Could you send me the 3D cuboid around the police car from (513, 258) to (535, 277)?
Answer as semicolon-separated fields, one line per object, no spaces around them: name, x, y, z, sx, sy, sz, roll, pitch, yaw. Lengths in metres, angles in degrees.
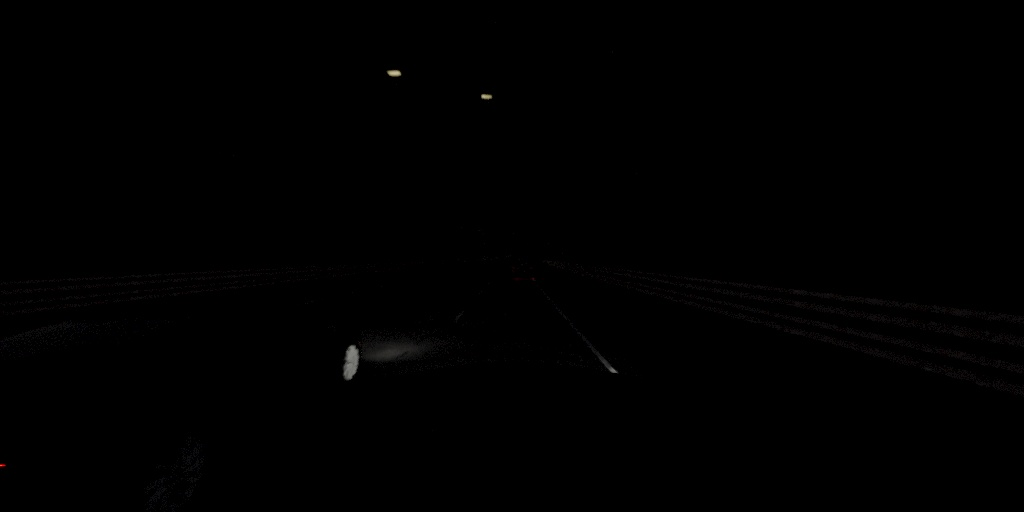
police car;1.240;1.207;35.901;1.930;1.638;5.238;0;0;1

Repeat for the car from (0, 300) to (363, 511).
car;-3.400;1.257;4.069;1.837;1.490;4.892;0;0;0
